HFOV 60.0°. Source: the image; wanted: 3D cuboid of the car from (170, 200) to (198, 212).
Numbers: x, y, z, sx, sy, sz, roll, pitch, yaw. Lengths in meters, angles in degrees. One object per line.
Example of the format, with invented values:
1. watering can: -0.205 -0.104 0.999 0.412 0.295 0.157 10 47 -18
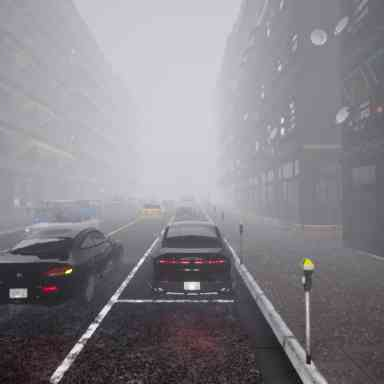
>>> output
1. car: -0.438 1.572 26.224 1.887 1.381 4.507 1 0 0

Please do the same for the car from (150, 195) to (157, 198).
1. car: -8.317 1.471 70.528 2.192 1.841 5.009 1 0 0

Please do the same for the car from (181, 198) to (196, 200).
1. car: -0.438 1.582 31.754 1.887 1.381 4.507 1 0 0

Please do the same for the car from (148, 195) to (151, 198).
1. car: -8.321 1.660 53.938 1.947 1.339 4.313 1 0 0

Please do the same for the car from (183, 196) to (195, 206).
1. car: -0.473 1.553 59.411 1.967 1.590 4.097 1 0 0

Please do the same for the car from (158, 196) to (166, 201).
1. car: -8.326 1.846 92.652 1.802 1.307 4.206 1 0 0

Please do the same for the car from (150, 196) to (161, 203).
1. car: -8.324 1.725 76.059 1.887 1.381 4.507 1 0 0

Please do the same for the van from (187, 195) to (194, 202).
1. van: -0.474 1.575 87.068 1.690 1.788 3.998 1 0 0

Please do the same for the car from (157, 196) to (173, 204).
1. car: -2.923 1.607 41.530 2.033 1.411 5.357 0 0 0

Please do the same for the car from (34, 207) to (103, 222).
1. car: -5.871 1.612 15.460 1.895 1.301 4.718 0 0 0

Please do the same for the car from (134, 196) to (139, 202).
1. car: -8.314 1.379 42.876 2.192 1.841 5.009 1 0 0

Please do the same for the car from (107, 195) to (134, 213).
1. car: -8.314 1.365 37.346 2.192 1.841 5.009 1 0 0

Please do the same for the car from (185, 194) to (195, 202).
1. car: -0.473 1.521 81.536 2.192 1.841 5.009 1 0 0

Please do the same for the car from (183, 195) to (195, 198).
1. car: -0.429 1.490 37.286 1.967 1.590 4.097 1 0 0

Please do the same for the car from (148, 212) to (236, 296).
1. car: 0.000 1.509 8.653 1.837 1.490 4.892 0 0 0

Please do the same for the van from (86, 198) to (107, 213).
1. van: -8.314 1.368 26.285 1.690 1.788 3.998 1 0 0

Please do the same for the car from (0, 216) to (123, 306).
1. car: -2.922 1.530 7.898 1.812 1.442 4.674 0 0 0

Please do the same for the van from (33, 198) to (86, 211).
1. van: -8.312 1.359 20.753 1.690 1.788 3.998 2 0 0

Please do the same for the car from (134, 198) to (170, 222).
1. car: -3.022 1.483 26.188 1.801 1.575 5.366 0 0 0
